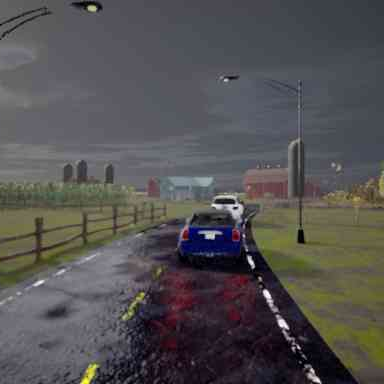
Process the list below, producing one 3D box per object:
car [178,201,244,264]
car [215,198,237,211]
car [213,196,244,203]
[{"bbox_3d":[0.799,1.393,12.299,2.097,1.767,4.553,0,0,7],"label":"car"},{"bbox_3d":[4.588,1.641,43.843,1.882,1.535,5.008,0,-1,18],"label":"car"},{"bbox_3d":[2.780,1.316,25.880,2.150,2.045,5.566,0,0,12],"label":"car"}]
